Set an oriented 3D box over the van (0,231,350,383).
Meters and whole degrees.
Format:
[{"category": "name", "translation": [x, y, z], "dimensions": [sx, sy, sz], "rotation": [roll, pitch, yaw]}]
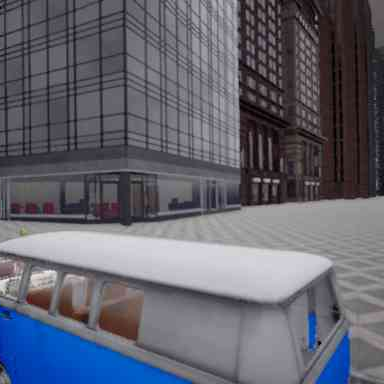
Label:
[{"category": "van", "translation": [-0.589, 1.360, 3.278], "dimensions": [3.998, 1.788, 1.690], "rotation": [-1, -1, 35]}]
